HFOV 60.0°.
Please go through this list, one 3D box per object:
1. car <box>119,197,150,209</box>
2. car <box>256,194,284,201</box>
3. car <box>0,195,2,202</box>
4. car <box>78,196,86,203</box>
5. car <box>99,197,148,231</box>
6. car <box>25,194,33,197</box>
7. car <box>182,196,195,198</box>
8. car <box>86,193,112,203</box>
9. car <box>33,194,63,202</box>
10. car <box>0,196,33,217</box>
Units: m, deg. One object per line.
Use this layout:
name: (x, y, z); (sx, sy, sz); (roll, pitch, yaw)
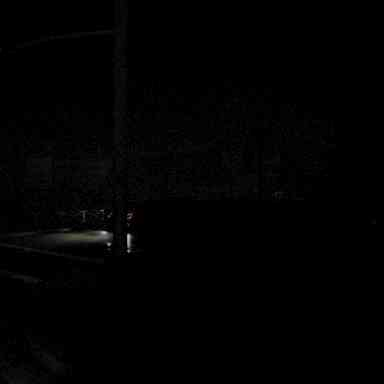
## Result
car: (-7.527, 1.384, 43.861); (1.970, 1.475, 3.806); (0, 0, 35)
car: (8.838, 1.222, 37.705); (2.150, 2.045, 5.566); (0, 0, 35)
car: (-41.427, 1.296, 67.598); (2.007, 1.523, 4.514); (0, 0, 35)
car: (-18.500, 1.076, 60.391); (1.905, 1.878, 3.866); (0, 0, 35)
car: (-3.087, 1.352, 20.594); (2.097, 1.767, 4.553); (0, 0, 35)
car: (-34.363, 1.231, 71.233); (1.970, 1.475, 3.806); (0, 0, 35)
car: (-0.805, 1.373, 48.194); (1.845, 1.501, 3.633); (0, 0, 35)
car: (-15.890, 1.096, 59.048); (1.932, 1.855, 4.605); (0, 0, 35)
car: (-28.940, 1.152, 67.787); (2.152, 1.636, 5.027); (0, 0, 35)
car: (-15.847, 1.339, 26.945); (2.007, 1.523, 4.514); (0, 0, 35)
